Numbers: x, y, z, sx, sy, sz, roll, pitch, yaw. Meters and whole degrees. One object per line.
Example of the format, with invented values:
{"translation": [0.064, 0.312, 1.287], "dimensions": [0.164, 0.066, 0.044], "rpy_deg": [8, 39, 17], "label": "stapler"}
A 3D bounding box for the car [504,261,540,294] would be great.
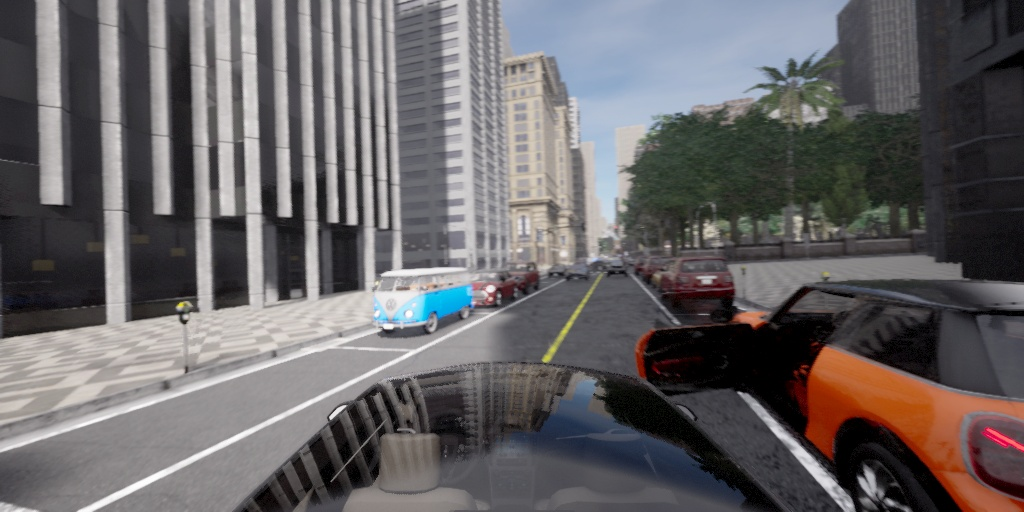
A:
{"translation": [0.424, 1.242, 21.742], "dimensions": [2.192, 1.841, 5.009], "rpy_deg": [0, 0, 16], "label": "car"}

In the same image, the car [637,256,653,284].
{"translation": [10.114, 0.915, 24.680], "dimensions": [2.192, 1.841, 5.009], "rpy_deg": [0, 0, 16], "label": "car"}

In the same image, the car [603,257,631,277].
{"translation": [9.970, 1.197, 34.084], "dimensions": [1.837, 1.490, 4.892], "rpy_deg": [-2, 0, 16], "label": "car"}

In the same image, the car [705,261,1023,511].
{"translation": [3.671, 0.984, 3.464], "dimensions": [2.097, 1.767, 4.553], "rpy_deg": [-2, -1, 16], "label": "car"}

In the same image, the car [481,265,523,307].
{"translation": [-1.074, 1.371, 16.462], "dimensions": [1.967, 1.591, 4.097], "rpy_deg": [0, 0, 16], "label": "car"}

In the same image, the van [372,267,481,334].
{"translation": [-2.571, 1.276, 11.183], "dimensions": [1.690, 1.789, 3.998], "rpy_deg": [0, 0, 16], "label": "van"}

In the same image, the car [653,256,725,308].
{"translation": [7.118, 0.924, 14.123], "dimensions": [2.192, 1.841, 5.009], "rpy_deg": [0, 0, 16], "label": "car"}

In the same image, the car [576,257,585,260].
{"translation": [12.167, 1.168, 63.133], "dimensions": [2.192, 1.841, 5.009], "rpy_deg": [0, 0, 16], "label": "car"}

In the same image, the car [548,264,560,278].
{"translation": [4.918, 1.475, 37.581], "dimensions": [1.948, 1.339, 4.313], "rpy_deg": [0, 0, 16], "label": "car"}

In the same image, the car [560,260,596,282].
{"translation": [5.747, 1.364, 30.765], "dimensions": [2.033, 1.411, 5.357], "rpy_deg": [-2, -1, 16], "label": "car"}

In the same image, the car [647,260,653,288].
{"translation": [8.662, 1.130, 19.566], "dimensions": [1.751, 1.417, 4.829], "rpy_deg": [0, 0, 16], "label": "car"}

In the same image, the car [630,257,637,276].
{"translation": [13.109, 0.901, 35.239], "dimensions": [2.192, 1.841, 5.009], "rpy_deg": [0, 0, 16], "label": "car"}

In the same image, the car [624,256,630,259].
{"translation": [20.357, 1.097, 60.789], "dimensions": [1.948, 1.339, 4.313], "rpy_deg": [0, 0, 16], "label": "car"}

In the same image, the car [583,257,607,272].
{"translation": [11.512, 1.249, 46.655], "dimensions": [1.837, 1.490, 4.892], "rpy_deg": [-1, 0, -17], "label": "car"}
